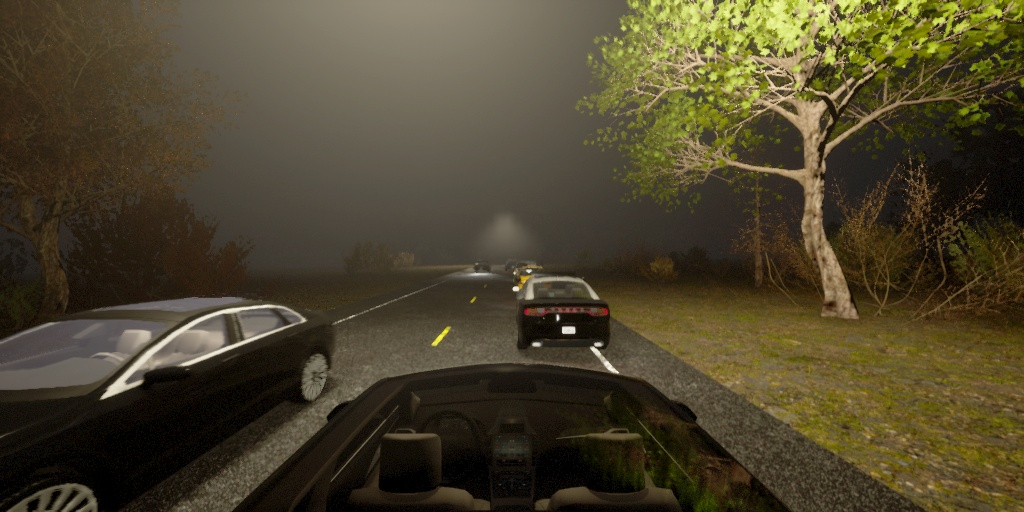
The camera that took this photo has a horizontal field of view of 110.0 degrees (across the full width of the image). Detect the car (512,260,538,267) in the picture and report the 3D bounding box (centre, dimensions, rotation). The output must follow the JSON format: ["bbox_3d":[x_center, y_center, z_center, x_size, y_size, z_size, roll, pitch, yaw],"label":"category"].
[{"bbox_3d":[1.050,1.198,19.312,1.801,1.575,5.366,0,0,0],"label":"car"}]

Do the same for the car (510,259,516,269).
[{"bbox_3d":[1.049,1.090,25.092,2.097,1.767,4.553,0,0,0],"label":"car"}]

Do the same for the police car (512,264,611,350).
[{"bbox_3d":[1.050,1.172,9.230,1.930,1.638,5.238,0,0,0],"label":"police car"}]

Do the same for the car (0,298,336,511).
[{"bbox_3d":[-3.599,1.241,3.510,2.128,1.511,4.902,0,0,0],"label":"car"}]

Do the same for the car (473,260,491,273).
[{"bbox_3d":[-3.596,1.220,44.088,2.128,1.511,4.902,0,0,0],"label":"car"}]

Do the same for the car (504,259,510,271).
[{"bbox_3d":[0.027,1.252,47.379,1.812,1.442,4.674,0,0,1],"label":"car"}]
